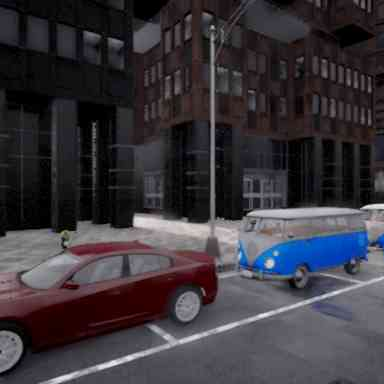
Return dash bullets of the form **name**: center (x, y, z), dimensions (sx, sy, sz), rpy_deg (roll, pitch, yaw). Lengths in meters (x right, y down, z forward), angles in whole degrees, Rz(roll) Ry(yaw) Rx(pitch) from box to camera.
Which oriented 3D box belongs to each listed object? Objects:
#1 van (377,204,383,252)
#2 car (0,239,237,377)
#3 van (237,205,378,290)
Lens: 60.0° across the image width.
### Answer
- **van**: center (7.549, 1.315, 12.025), dimensions (3.998, 1.788, 1.690), rpy_deg (0, 0, -35)
- **car**: center (-1.602, 1.541, 5.504), dimensions (4.507, 1.381, 1.887), rpy_deg (0, 0, -35)
- **van**: center (2.973, 1.326, 8.764), dimensions (3.998, 1.788, 1.690), rpy_deg (0, 0, -35)
